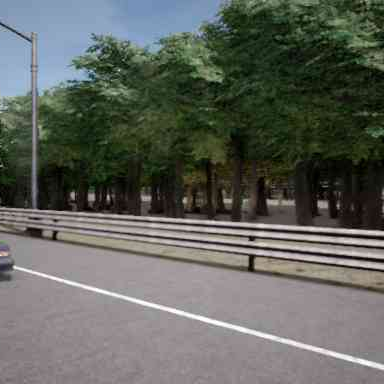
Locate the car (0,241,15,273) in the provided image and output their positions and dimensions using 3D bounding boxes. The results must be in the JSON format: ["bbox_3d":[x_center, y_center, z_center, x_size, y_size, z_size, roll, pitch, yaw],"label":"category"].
[{"bbox_3d":[-6.928,1.551,9.130,5.357,1.411,2.033,0,0,37],"label":"car"}]
